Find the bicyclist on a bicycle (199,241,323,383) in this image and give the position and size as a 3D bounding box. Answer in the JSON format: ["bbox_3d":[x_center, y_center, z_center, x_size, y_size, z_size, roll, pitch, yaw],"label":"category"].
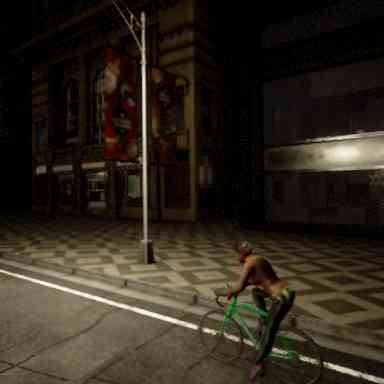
[{"bbox_3d":[0.768,1.450,4.115,1.656,1.620,0.582,0,0,35],"label":"bicyclist on a bicycle"}]
